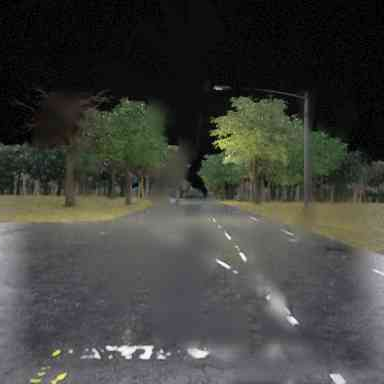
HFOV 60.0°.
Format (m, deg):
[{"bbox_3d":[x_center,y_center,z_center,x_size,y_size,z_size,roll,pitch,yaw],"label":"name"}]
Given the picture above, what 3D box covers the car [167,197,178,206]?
[{"bbox_3d":[-3.416,1.697,58.470,2.128,1.511,4.902,0,0,0],"label":"car"}]
